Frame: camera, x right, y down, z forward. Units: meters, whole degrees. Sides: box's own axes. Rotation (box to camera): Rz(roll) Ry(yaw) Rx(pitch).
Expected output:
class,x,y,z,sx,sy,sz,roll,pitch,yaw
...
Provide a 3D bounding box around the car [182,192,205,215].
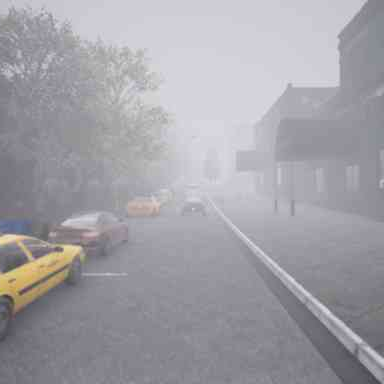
class,x,y,z,sx,sy,sz,roll,pitch,yaw
car,0.112,1.063,27.725,1.812,1.442,4.674,0,2,0

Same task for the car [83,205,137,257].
class,x,y,z,sx,sy,sz,roll,pitch,yaw
car,-3.646,1.425,12.378,2.002,1.452,4.674,0,1,2

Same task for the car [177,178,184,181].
class,x,y,z,sx,sy,sz,roll,pitch,yaw
car,-3.612,-1.861,75.948,1.946,1.575,5.366,0,4,2

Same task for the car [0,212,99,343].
class,x,y,z,sx,sy,sz,roll,pitch,yaw
car,-3.642,1.435,6.241,1.946,1.575,5.366,0,1,2

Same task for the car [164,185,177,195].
class,x,y,z,sx,sy,sz,roll,pitch,yaw
car,-3.615,0.352,42.382,2.231,1.521,4.892,1,4,2

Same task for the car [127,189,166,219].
class,x,y,z,sx,sy,sz,roll,pitch,yaw
car,-3.617,0.963,25.632,2.185,1.767,4.553,2,2,2

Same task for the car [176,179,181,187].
class,x,y,z,sx,sy,sz,roll,pitch,yaw
car,-3.628,-0.846,59.048,2.185,1.767,4.553,0,4,2

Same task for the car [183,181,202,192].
class,x,y,z,sx,sy,sz,roll,pitch,yaw
car,0.121,-0.114,45.896,2.150,2.045,5.566,0,4,0

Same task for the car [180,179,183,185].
class,x,y,z,sx,sy,sz,roll,pitch,yaw
car,-3.624,-1.094,64.640,2.231,1.521,4.892,0,4,2

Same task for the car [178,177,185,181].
class,x,y,z,sx,sy,sz,roll,pitch,yaw
car,-3.613,-2.575,86.911,2.163,1.488,4.792,0,4,2

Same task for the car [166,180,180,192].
class,x,y,z,sx,sy,sz,roll,pitch,yaw
car,-3.631,-0.475,53.489,2.185,1.767,4.553,0,4,2

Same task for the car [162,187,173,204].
class,x,y,z,sx,sy,sz,roll,pitch,yaw
car,-3.614,0.634,36.649,1.946,1.575,5.366,1,3,2
